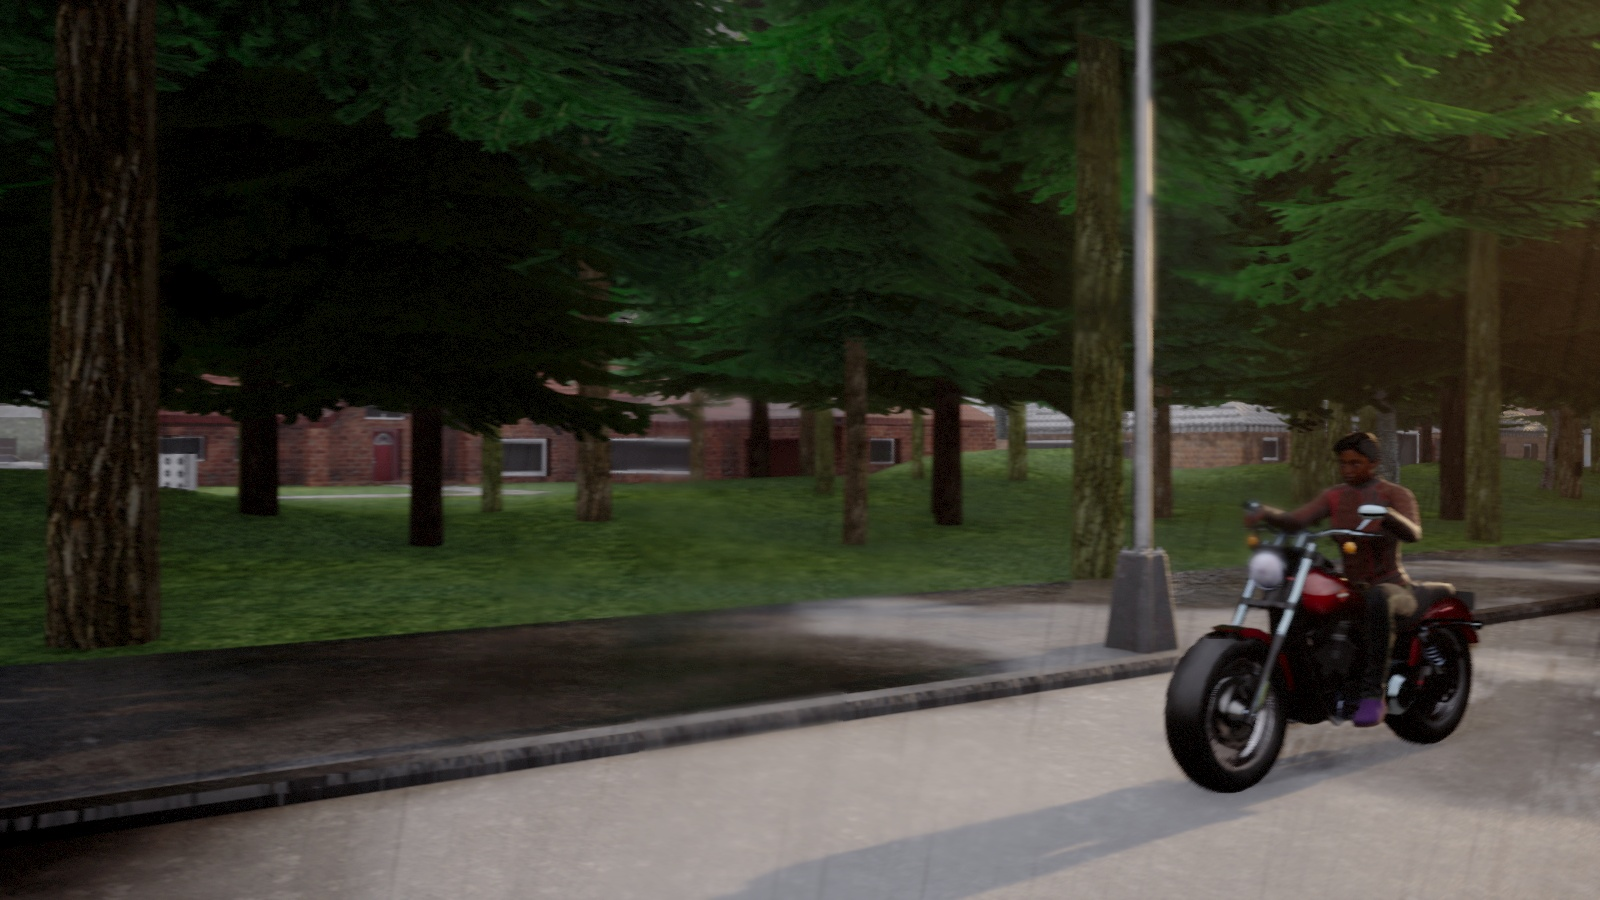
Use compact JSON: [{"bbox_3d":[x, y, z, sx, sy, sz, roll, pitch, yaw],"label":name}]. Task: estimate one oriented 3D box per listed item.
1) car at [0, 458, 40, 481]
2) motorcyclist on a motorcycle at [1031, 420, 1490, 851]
[{"bbox_3d":[-46.454,1.121,72.055,4.718,1.301,1.895,0,0,-35],"label":"car"},{"bbox_3d":[2.189,0.707,5.791,2.350,1.649,0.766,0,0,-35],"label":"motorcyclist on a motorcycle"}]
